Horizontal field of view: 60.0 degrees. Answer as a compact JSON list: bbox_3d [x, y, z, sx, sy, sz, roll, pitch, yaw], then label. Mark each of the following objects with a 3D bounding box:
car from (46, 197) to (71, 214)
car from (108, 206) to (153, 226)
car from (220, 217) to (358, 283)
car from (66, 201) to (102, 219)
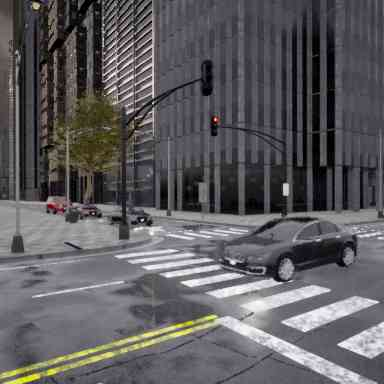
[{"bbox_3d":[-16.113,1.572,40.326,2.150,2.045,5.566,0,0,-35],"label":"car"},{"bbox_3d":[-4.489,1.727,23.960,1.994,1.385,4.181,0,0,-35],"label":"car"},{"bbox_3d":[3.007,1.529,9.836,4.892,1.490,1.837,0,0,-36],"label":"car"},{"bbox_3d":[-10.211,1.816,31.995,1.994,1.385,4.181,0,0,-36],"label":"car"}]
